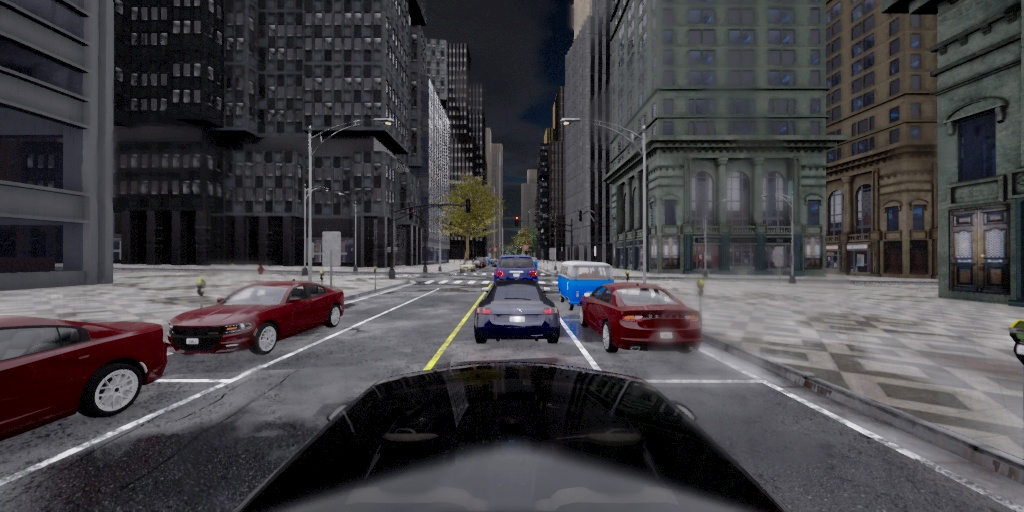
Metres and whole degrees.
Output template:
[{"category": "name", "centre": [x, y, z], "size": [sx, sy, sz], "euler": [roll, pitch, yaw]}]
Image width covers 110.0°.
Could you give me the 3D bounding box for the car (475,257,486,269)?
[{"category": "car", "centre": [-5.702, 1.326, 57.394], "size": [1.888, 1.381, 4.507], "euler": [0, 0, 0]}]

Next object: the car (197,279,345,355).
[{"category": "car", "centre": [-5.772, 1.296, 8.721], "size": [1.888, 1.381, 4.507], "euler": [0, 0, 0]}]

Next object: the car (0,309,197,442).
[{"category": "car", "centre": [-5.776, 1.295, 3.196], "size": [1.888, 1.381, 4.507], "euler": [0, 0, 0]}]

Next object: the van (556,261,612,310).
[{"category": "van", "centre": [2.790, 1.093, 14.219], "size": [1.690, 1.789, 3.998], "euler": [0, 0, 0]}]

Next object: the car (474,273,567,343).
[{"category": "car", "centre": [0.110, 1.315, 9.653], "size": [1.994, 1.385, 4.181], "euler": [0, 0, 0]}]

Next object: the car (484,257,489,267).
[{"category": "car", "centre": [-5.697, 1.101, 62.683], "size": [2.192, 1.841, 5.009], "euler": [0, 0, 0]}]

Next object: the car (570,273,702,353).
[{"category": "car", "centre": [2.784, 1.296, 8.694], "size": [1.888, 1.381, 4.507], "euler": [0, 0, 0]}]

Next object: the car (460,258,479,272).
[{"category": "car", "centre": [-5.720, 1.297, 46.644], "size": [1.751, 1.417, 4.829], "euler": [0, 0, 0]}]

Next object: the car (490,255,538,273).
[{"category": "car", "centre": [0.139, 0.975, 19.066], "size": [2.150, 2.045, 5.566], "euler": [0, 0, -1]}]
